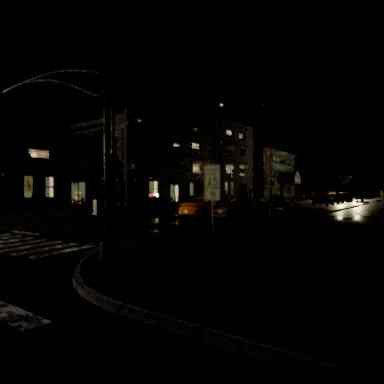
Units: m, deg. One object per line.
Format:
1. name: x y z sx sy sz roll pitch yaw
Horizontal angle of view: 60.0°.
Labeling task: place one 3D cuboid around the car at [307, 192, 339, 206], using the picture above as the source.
1. car: 16.021 0.986 40.530 2.008 1.369 4.403 0 0 36

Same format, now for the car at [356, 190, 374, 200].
1. car: 32.311 0.497 62.886 2.192 1.841 5.009 0 0 36

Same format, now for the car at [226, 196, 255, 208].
1. car: 5.991 1.154 40.995 1.802 1.307 4.206 0 0 36

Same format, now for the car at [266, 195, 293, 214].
1. car: 6.245 1.139 27.115 2.008 1.369 4.403 0 0 36

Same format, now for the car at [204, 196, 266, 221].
1. car: 3.087 1.164 22.780 1.752 1.417 4.829 0 0 36

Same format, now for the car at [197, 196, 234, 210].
1. car: 2.633 1.150 36.385 1.752 1.417 4.829 0 0 36

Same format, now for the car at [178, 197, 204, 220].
1. car: 1.035 1.152 24.548 1.882 1.535 5.008 -1 0 36

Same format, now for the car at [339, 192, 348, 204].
1. car: 19.279 0.966 45.002 1.802 1.307 4.206 0 0 36

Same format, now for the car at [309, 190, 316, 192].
1. car: 22.281 0.633 63.352 2.192 1.841 5.009 0 0 36

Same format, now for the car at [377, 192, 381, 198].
1. car: 38.829 0.649 71.831 1.947 1.339 4.313 0 0 36

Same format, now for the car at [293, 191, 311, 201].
1. car: 18.924 0.895 58.744 1.752 1.417 4.829 0 0 36

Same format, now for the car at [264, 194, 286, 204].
1. car: 12.508 1.052 49.939 1.802 1.307 4.206 0 0 36

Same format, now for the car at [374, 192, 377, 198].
1. car: 35.571 0.698 67.359 1.947 1.339 4.313 0 0 36

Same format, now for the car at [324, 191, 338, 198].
1. car: 32.058 0.609 76.767 1.967 1.590 4.097 0 0 36

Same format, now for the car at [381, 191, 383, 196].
1. car: 41.913 0.581 76.051 1.887 1.381 4.507 0 0 36

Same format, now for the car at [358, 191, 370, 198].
1. car: 41.187 0.559 79.646 1.812 1.442 4.674 -1 0 36

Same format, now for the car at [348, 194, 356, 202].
1. car: 22.537 0.773 49.473 1.967 1.590 4.097 0 0 36

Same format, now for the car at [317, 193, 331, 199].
1. car: 28.800 0.800 72.296 1.802 1.307 4.206 0 0 36
